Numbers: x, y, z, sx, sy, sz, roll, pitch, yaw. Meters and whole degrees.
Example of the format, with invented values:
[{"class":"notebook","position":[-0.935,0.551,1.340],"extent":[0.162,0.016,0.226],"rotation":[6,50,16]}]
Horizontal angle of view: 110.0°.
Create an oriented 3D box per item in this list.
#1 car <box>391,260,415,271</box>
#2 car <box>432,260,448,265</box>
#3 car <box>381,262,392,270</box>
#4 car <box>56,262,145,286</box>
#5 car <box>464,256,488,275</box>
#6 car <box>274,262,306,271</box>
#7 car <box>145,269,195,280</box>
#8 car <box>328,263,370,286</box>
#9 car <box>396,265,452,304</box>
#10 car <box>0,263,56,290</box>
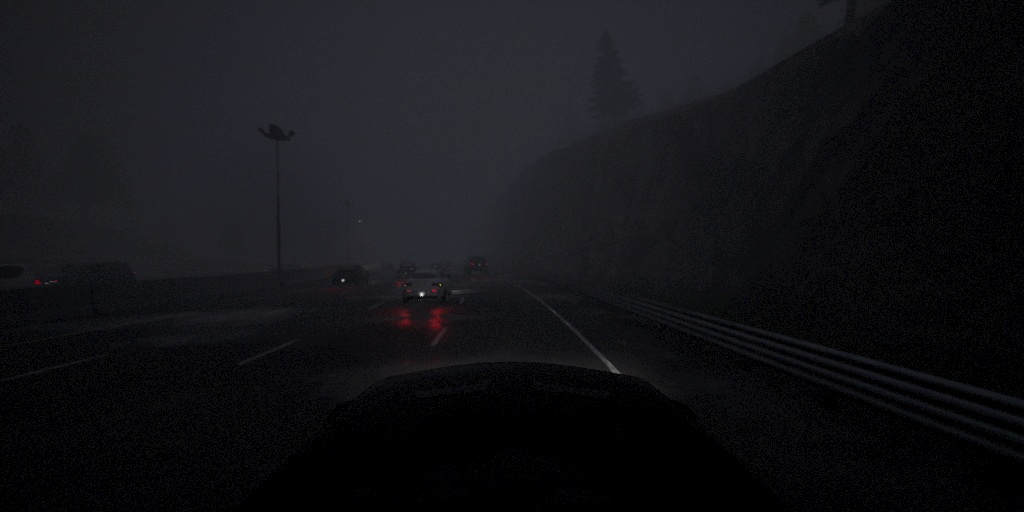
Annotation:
[{"class":"car","position":[-10.474,1.415,35.901],"extent":[2.128,1.511,4.902],"rotation":[-1,0,-13]},{"class":"car","position":[-11.415,1.545,54.528],"extent":[1.895,1.301,4.718],"rotation":[-1,0,-20]},{"class":"car","position":[-20.872,1.641,60.130],"extent":[2.033,1.411,5.357],"rotation":[-1,0,-24]},{"class":"car","position":[-25.898,1.382,21.544],"extent":[2.150,2.045,5.566],"rotation":[-1,0,-8]},{"class":"car","position":[-4.071,1.045,40.162],"extent":[2.150,2.045,5.566],"rotation":[0,0,-14]},{"class":"car","position":[-27.253,1.715,44.344],"extent":[1.812,1.442,4.674],"rotation":[-1,0,-16]},{"class":"car","position":[-31.437,1.852,32.651],"extent":[1.895,1.301,4.718],"rotation":[-1,0,-13]},{"class":"car","position":[-12.307,1.455,27.598],"extent":[1.837,1.490,4.892],"rotation":[0,0,-10]},{"class":"car","position":[-3.956,1.342,17.024],"extent":[1.812,1.442,4.674],"rotation":[0,0,-6]},{"class":"car","position":[-21.492,1.314,13.264],"extent":[2.150,2.045,5.566],"rotation":[-1,0,-4]}]
